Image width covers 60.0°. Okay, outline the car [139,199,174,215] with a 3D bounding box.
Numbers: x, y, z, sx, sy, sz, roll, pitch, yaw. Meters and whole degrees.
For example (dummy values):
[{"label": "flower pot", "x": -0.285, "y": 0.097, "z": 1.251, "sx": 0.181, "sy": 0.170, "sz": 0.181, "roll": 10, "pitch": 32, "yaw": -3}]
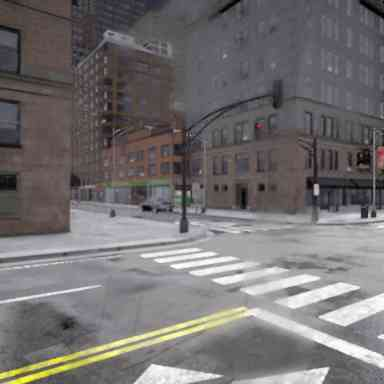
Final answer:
[{"label": "car", "x": -3.728, "y": 1.456, "z": 34.053, "sx": 2.128, "sy": 1.511, "sz": 4.902, "roll": 0, "pitch": 0, "yaw": -36}]
